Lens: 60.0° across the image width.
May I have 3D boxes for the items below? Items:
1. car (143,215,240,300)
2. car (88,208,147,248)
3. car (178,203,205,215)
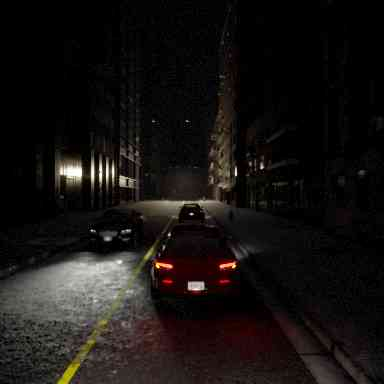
[{"bbox_3d":[0.059,1.527,8.291,1.812,1.442,4.674,0,0,0],"label":"car"},{"bbox_3d":[-3.177,1.493,14.955,2.128,1.511,4.902,0,0,0],"label":"car"},{"bbox_3d":[-0.036,1.566,26.051,1.994,1.385,4.181,0,0,0],"label":"car"}]
